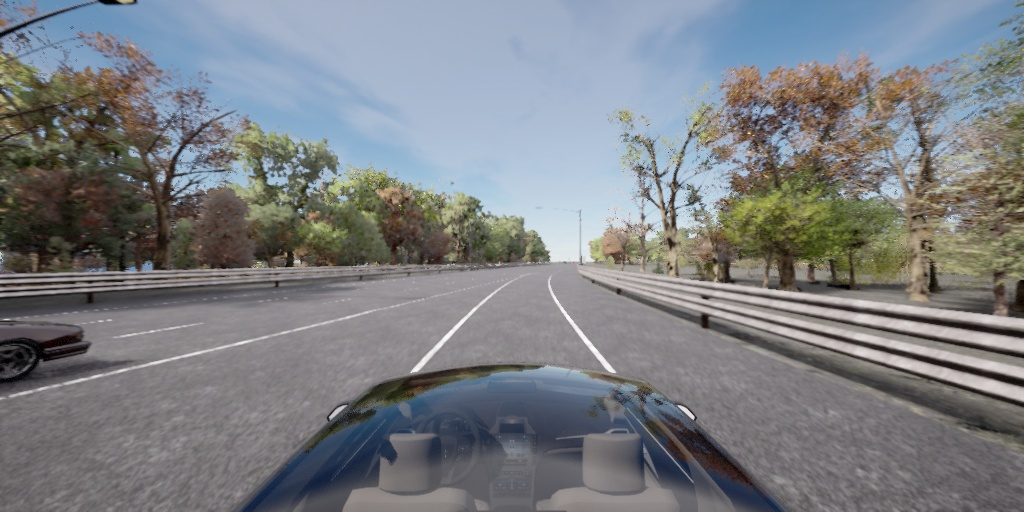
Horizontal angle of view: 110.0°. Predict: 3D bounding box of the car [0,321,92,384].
[{"bbox_3d":[-9.004,1.271,4.136,2.033,1.411,5.357,0,-1,11],"label":"car"}]
